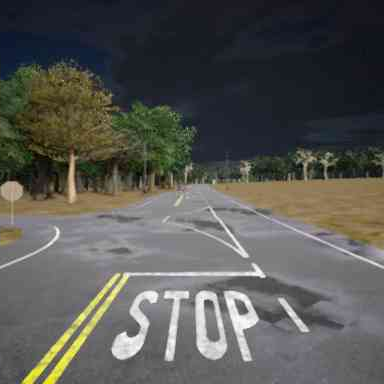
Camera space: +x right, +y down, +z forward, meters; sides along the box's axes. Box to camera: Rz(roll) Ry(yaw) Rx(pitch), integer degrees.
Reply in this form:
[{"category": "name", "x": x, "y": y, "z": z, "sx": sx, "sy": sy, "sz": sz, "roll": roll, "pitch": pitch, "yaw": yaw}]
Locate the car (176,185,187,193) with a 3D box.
[{"category": "car", "x": -2.364, "y": -0.782, "z": 76.872, "sx": 2.097, "sy": 1.767, "sz": 4.553, "roll": 0, "pitch": 2, "yaw": 7}]
